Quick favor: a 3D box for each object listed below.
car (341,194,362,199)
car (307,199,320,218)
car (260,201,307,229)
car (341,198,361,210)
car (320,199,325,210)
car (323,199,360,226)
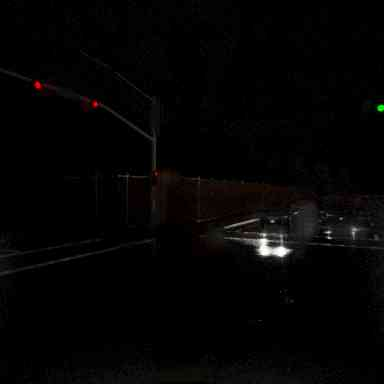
[{"bbox_3d":[20.418,1.222,42.595,2.150,2.045,5.566,0,0,27],"label":"car"},{"bbox_3d":[10.122,1.518,30.142,1.812,1.442,4.674,0,0,27],"label":"car"},{"bbox_3d":[5.893,1.478,21.898,2.128,1.511,4.902,0,0,27],"label":"car"},{"bbox_3d":[14.879,1.557,31.779,1.994,1.385,4.181,0,0,27],"label":"car"},{"bbox_3d":[15.518,1.547,40.722,2.033,1.411,5.357,0,0,27],"label":"car"},{"bbox_3d":[10.825,1.492,23.848,1.837,1.490,4.892,0,0,27],"label":"car"}]
